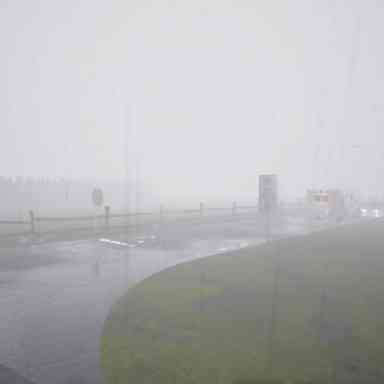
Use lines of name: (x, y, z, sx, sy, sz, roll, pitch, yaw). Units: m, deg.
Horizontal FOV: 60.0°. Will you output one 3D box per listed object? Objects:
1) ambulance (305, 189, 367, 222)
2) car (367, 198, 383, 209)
ambulance: (11.283, 0.980, 26.035, 2.351, 2.431, 6.366, 1, 1, 43)
car: (24.216, 1.467, 43.838, 1.895, 1.301, 4.718, 1, 1, 44)
